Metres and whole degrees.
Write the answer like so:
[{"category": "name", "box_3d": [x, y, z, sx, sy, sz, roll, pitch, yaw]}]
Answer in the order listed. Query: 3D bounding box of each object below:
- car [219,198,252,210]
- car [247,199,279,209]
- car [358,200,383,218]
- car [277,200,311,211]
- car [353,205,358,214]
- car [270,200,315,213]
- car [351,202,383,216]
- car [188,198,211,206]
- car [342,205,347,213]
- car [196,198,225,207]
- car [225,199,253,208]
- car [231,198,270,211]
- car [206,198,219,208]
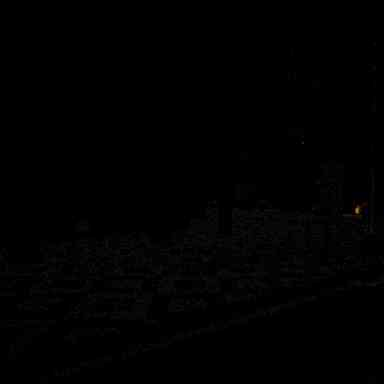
[{"category": "car", "box_3d": [6.206, 1.674, 47.637, 1.837, 1.490, 4.892, 2, -1, -36]}, {"category": "car", "box_3d": [10.894, 1.876, 51.137, 1.752, 1.417, 4.829, 2, -1, -36]}, {"category": "car", "box_3d": [16.827, 1.513, 28.223, 1.967, 1.590, 4.097, 2, -1, -37]}, {"category": "car", "box_3d": [14.187, 1.913, 46.537, 1.947, 1.339, 4.313, 2, -1, -36]}, {"category": "car", "box_3d": [18.033, 1.634, 31.106, 1.882, 1.535, 5.008, 2, -1, -36]}, {"category": "car", "box_3d": [12.194, 1.654, 39.262, 2.128, 1.511, 4.902, 2, -1, -36]}, {"category": "car", "box_3d": [20.576, 1.906, 37.615, 1.947, 1.339, 4.313, 2, -1, -36]}, {"category": "car", "box_3d": [1.409, 1.908, 64.382, 2.008, 1.369, 4.403, 2, -1, -36]}, {"category": "car", "box_3d": [17.381, 1.925, 42.076, 1.802, 1.307, 4.206, 2, -1, -36]}, {"category": "car", "box_3d": [3.119, 1.819, 57.339, 2.033, 1.411, 5.357, 2, -1, -35]}, {"category": "car", "box_3d": [7.798, 1.904, 55.459, 2.008, 1.369, 4.403, 2, -1, -36]}, {"category": "car", "box_3d": [7.257, 1.627, 41.580, 1.887, 1.381, 4.507, 2, -1, -36]}, {"category": "car", "box_3d": [4.161, 1.611, 45.904, 1.752, 1.417, 4.829, 2, -1, -36]}]
